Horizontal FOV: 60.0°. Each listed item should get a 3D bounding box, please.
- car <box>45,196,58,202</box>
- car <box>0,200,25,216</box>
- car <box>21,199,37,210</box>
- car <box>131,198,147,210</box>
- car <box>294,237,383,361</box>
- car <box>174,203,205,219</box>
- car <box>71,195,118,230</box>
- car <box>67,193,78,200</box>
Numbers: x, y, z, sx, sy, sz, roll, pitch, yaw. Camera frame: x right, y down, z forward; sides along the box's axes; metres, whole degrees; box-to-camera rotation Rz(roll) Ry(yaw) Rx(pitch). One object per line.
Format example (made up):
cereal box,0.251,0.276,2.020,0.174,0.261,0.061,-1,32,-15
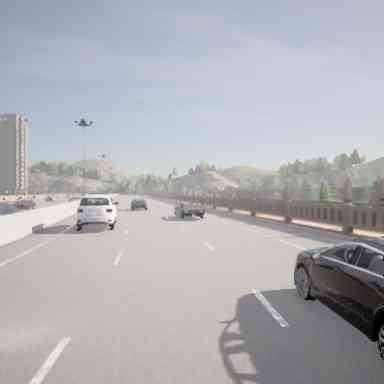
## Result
car,-31.647,1.571,74.834,1.895,1.301,4.718,0,0,-12
car,-13.810,1.547,23.847,1.812,1.442,4.674,0,0,-12
car,-21.318,1.590,42.534,1.994,1.385,4.181,0,0,-12
car,-6.734,1.465,42.085,2.128,1.511,4.902,0,0,-12
car,3.237,1.473,5.405,2.128,1.511,4.902,0,0,-3
car,-0.319,1.568,28.592,1.895,1.301,4.718,0,0,-12
car,-5.938,1.218,21.128,2.150,2.045,5.566,0,0,-11
car,-29.829,1.146,83.144,2.128,1.511,4.902,0,0,-12
